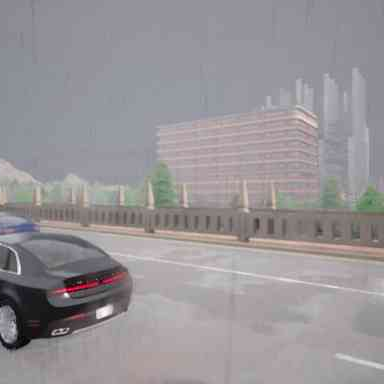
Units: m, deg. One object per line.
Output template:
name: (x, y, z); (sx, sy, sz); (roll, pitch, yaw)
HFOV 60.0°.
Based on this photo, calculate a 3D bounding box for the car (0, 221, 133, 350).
car: (-3.268, 1.537, 6.333); (4.892, 1.490, 1.837); (0, 0, 35)

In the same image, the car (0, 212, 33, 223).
car: (-8.302, 1.601, 14.216); (4.674, 1.442, 1.812); (0, 0, 35)
